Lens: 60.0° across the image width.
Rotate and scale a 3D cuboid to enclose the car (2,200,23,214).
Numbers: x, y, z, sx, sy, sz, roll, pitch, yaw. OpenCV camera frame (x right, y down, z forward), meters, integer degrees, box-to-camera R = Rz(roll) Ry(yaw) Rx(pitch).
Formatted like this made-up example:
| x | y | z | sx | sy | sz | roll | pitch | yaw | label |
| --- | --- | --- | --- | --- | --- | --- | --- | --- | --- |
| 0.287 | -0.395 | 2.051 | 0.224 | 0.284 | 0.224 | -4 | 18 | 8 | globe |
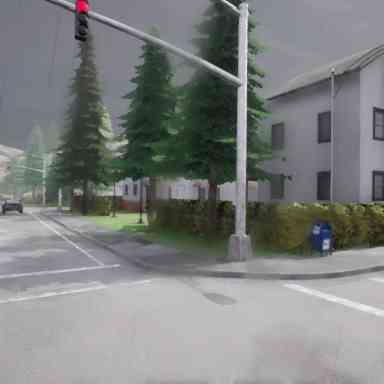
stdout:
| x | y | z | sx | sy | sz | roll | pitch | yaw | label |
| --- | --- | --- | --- | --- | --- | --- | --- | --- | --- |
| -20.348 | 1.656 | 37.739 | 1.837 | 1.490 | 4.892 | 1 | -1 | -32 | car |
